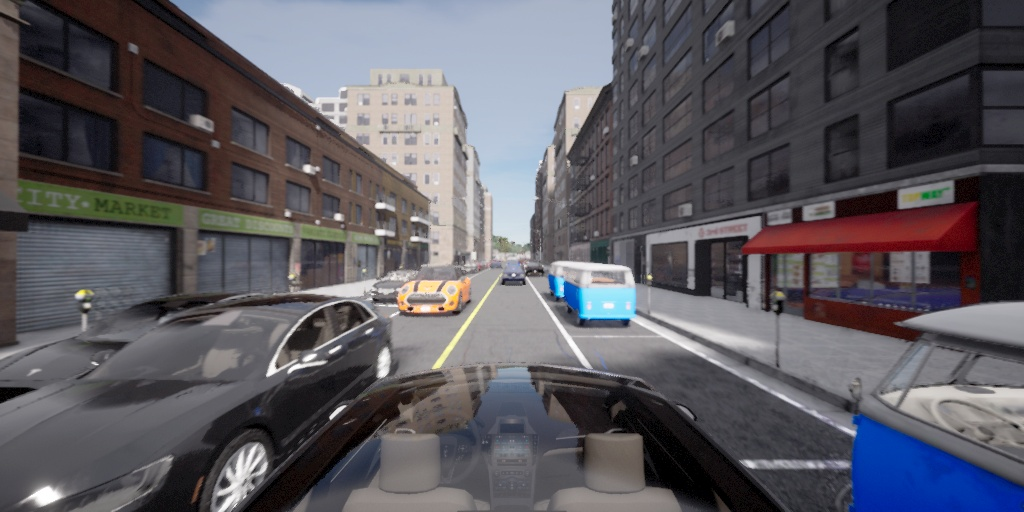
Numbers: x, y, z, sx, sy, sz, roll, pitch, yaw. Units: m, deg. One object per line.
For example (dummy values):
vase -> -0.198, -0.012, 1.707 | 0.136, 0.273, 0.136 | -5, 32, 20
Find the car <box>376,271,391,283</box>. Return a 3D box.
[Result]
car -> -5.351, 1.358, 17.391 | 2.007, 1.370, 4.403 | 0, 0, 0

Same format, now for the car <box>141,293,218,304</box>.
car -> -5.383, 1.324, 6.026 | 1.948, 1.339, 4.313 | 0, 0, 0

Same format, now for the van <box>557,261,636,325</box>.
van -> 2.658, 1.140, 11.686 | 1.690, 1.789, 3.998 | 0, 0, 0

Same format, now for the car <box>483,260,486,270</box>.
car -> -5.257, 1.497, 51.484 | 1.888, 1.381, 4.507 | 0, 0, 0

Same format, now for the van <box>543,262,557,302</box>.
van -> 2.674, 1.164, 17.369 | 1.690, 1.789, 3.998 | 0, 0, 0

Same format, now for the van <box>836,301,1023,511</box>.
van -> 2.627, 1.090, 0.322 | 1.690, 1.789, 3.998 | 0, 0, 0

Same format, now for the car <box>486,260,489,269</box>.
car -> -5.241, 1.542, 57.166 | 1.948, 1.339, 4.313 | 0, 0, 0

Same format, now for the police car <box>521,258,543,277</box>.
police car -> 2.338, 1.339, 38.717 | 1.930, 1.638, 5.238 | 0, 0, 0

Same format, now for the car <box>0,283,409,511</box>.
car -> -2.847, 1.260, 4.077 | 1.837, 1.490, 4.892 | 0, 0, 0

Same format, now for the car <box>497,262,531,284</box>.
car -> 0.139, 1.412, 28.044 | 2.033, 1.411, 5.357 | 0, 0, 0

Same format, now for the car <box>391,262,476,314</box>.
car -> -2.811, 1.150, 13.977 | 2.097, 1.767, 4.553 | 0, 0, 0

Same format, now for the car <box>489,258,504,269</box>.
car -> -2.634, 1.561, 61.295 | 1.994, 1.385, 4.181 | 0, 0, 1

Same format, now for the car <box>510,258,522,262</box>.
car -> 0.207, 1.423, 47.246 | 1.882, 1.535, 5.008 | 0, 0, 0

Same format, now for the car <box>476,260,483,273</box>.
car -> -5.273, 1.479, 45.802 | 2.007, 1.370, 4.403 | 0, 0, 0
